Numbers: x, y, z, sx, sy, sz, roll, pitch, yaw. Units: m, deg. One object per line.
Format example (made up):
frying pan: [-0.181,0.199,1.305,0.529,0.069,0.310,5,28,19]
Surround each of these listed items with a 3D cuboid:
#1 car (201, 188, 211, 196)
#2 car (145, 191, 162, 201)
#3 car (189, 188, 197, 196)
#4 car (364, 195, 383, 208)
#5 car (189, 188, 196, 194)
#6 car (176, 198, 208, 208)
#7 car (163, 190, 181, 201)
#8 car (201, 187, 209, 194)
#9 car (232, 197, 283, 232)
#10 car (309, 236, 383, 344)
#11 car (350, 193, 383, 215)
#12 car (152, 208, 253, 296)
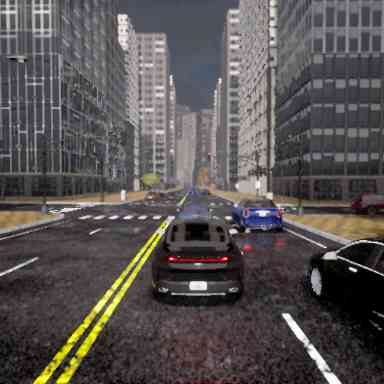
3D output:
car: [3.458,0.111,79.333,1.882,1.535,5.008,0,1,0]
car: [-6.436,0.611,53.957,1.812,1.442,4.674,0,1,1]
car: [0.208,0.111,79.344,1.882,1.535,5.008,0,1,0]
car: [21.906,1.047,36.793,4.829,1.417,1.752,1,1,1]
car: [0.235,-0.233,89.757,1.882,1.535,5.008,0,1,0]
car: [0.147,1.248,17.809,2.033,1.411,5.357,0,1,0]
car: [-3.183,0.590,53.955,1.837,1.490,4.892,0,1,0]
car: [3.485,-0.355,89.715,2.097,1.767,4.553,0,1,0]
car: [3.395,1.050,18.039,2.097,1.767,4.553,0,1,0]
car: [3.363,1.419,5.099,1.837,1.490,4.892,0,1,0]
car: [16.275,1.057,28.520,5.009,1.841,2.192,1,1,1]
car: [0.120,1.365,8.255,1.837,1.490,4.892,0,1,0]
